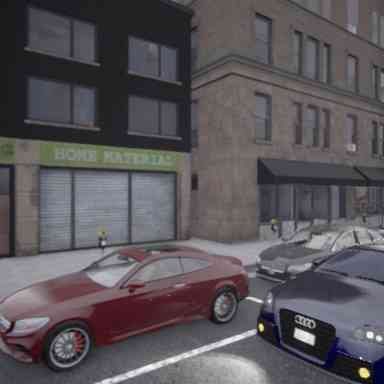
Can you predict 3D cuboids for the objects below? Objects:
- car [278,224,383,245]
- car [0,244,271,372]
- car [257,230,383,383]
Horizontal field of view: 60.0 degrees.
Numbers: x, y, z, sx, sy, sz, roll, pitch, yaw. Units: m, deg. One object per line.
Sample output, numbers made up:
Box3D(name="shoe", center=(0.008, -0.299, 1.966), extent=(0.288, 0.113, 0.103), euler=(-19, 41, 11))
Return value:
Box3D(name="car", center=(3.566, 1.559, 8.726), extent=(4.403, 1.369, 2.008), euler=(0, 0, -35))
Box3D(name="car", center=(-0.843, 1.585, 5.586), extent=(4.206, 1.307, 1.802), euler=(0, 0, -35))
Box3D(name="car", center=(2.986, 1.570, 5.192), extent=(4.181, 1.385, 1.994), euler=(0, 0, -35))
